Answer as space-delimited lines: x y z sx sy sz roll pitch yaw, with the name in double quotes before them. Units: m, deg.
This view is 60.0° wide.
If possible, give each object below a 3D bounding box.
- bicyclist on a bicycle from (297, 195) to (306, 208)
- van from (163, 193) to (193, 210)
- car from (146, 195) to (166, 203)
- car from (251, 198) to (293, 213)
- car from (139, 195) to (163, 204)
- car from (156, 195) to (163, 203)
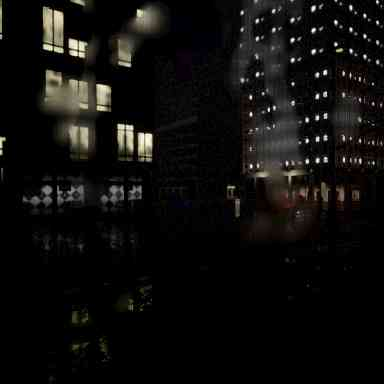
"bicyclist on a bicycle" 12.950 1.117 39.221 1.656 1.620 0.582 -1 1 -34
"van" -1.440 1.210 40.266 1.690 1.788 3.998 0 0 -34
"car" -6.954 1.238 63.305 1.887 1.381 4.507 0 0 -34
"car" 8.476 1.342 35.838 1.882 1.535 5.008 -1 1 -33
"car" -7.411 1.277 59.360 2.033 1.411 5.357 -1 1 -34
"car" -3.842 1.035 58.721 2.192 1.841 5.009 0 0 -34
